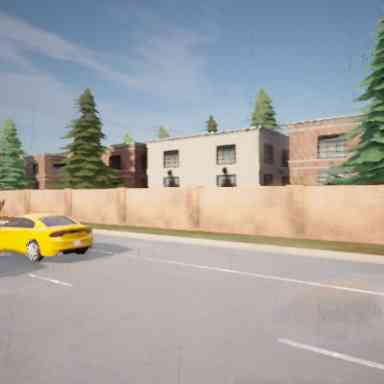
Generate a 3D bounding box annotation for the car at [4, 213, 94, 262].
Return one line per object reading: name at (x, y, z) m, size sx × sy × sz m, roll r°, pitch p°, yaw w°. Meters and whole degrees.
car at (-5.802, 1.536, 12.433) m, size 5.008 × 1.535 × 1.882 m, roll 0°, pitch 0°, yaw 36°

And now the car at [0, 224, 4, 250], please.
car at (-7.855, 1.605, 9.596) m, size 5.357 × 1.411 × 2.033 m, roll 0°, pitch 0°, yaw 36°
